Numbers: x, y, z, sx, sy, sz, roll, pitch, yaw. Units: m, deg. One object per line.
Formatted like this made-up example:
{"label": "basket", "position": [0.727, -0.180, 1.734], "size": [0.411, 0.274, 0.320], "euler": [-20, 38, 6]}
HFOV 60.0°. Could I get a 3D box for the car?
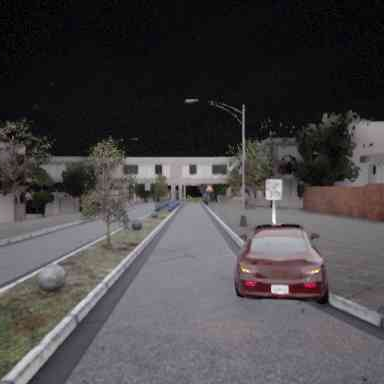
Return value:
{"label": "car", "position": [2.135, 1.494, 8.154], "size": [1.812, 1.442, 4.674], "euler": [-2, 1, 15]}
